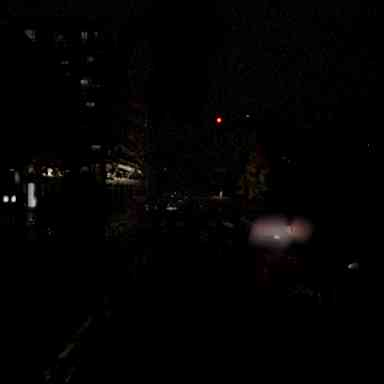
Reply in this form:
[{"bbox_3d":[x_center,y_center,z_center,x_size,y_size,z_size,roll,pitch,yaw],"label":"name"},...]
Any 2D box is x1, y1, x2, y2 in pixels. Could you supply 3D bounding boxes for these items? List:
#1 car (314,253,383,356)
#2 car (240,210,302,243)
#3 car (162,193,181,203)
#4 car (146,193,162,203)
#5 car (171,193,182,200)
[{"bbox_3d":[3.354,1.519,4.740,1.994,1.385,4.181,0,0,-1],"label":"car"},{"bbox_3d":[3.347,1.464,15.130,1.895,1.301,4.718,0,1,0],"label":"car"},{"bbox_3d":[-3.306,1.000,56.192,2.128,1.511,4.902,0,0,0],"label":"car"},{"bbox_3d":[-6.558,1.115,55.553,1.895,1.301,4.718,0,0,0],"label":"car"},{"bbox_3d":[-3.252,0.923,71.472,2.033,1.411,5.357,0,0,0],"label":"car"}]
